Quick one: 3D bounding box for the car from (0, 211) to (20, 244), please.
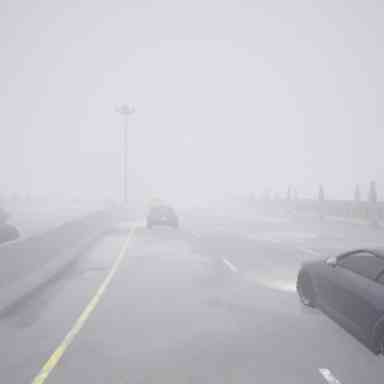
[{"bbox_3d":[-7.992,1.617,12.144,1.994,1.385,4.181,0,0,-7],"label":"car"}]

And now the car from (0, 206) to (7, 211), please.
[{"bbox_3d":[-12.441,1.588,19.758,1.837,1.490,4.892,0,0,-7],"label":"car"}]

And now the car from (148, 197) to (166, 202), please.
[{"bbox_3d":[-4.218,1.428,40.205,2.097,1.767,4.553,0,0,-7],"label":"car"}]

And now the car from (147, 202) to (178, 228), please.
[{"bbox_3d":[-2.019,1.605,22.499,1.994,1.385,4.181,0,0,-7],"label":"car"}]

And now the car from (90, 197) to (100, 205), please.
[{"bbox_3d":[-17.540,1.690,61.191,1.812,1.442,4.674,0,0,-7],"label":"car"}]

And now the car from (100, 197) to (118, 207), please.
[{"bbox_3d":[-13.182,1.613,54.263,1.882,1.535,5.008,0,0,-7],"label":"car"}]

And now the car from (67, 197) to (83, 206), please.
[{"bbox_3d":[-20.844,1.680,59.313,1.837,1.490,4.892,0,0,-7],"label":"car"}]

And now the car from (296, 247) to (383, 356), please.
[{"bbox_3d":[3.254,1.558,5.315,1.994,1.385,4.181,0,0,-3],"label":"car"}]
